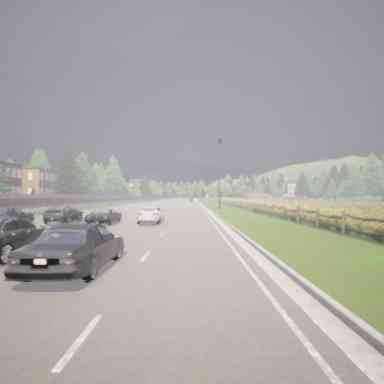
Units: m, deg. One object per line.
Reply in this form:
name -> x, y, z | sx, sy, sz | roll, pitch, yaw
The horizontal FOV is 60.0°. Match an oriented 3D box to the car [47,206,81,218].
car -> -10.445, 1.848, 27.296 | 2.128, 1.511, 4.902 | 0, -1, 1

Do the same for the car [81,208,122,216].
car -> -6.950, 1.949, 26.678 | 1.895, 1.301, 4.718 | 0, -1, 1

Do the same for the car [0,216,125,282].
car -> -3.471, 1.681, 10.159 | 2.033, 1.411, 5.357 | 0, -1, 1

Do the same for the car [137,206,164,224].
car -> -3.437, 1.890, 27.967 | 1.812, 1.442, 4.674 | 0, 0, 1

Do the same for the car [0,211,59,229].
car -> -6.950, 1.668, 12.324 | 1.837, 1.490, 4.892 | 0, 0, 1

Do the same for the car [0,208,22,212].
car -> -13.965, 1.875, 25.134 | 2.033, 1.411, 5.357 | 0, -1, 0
